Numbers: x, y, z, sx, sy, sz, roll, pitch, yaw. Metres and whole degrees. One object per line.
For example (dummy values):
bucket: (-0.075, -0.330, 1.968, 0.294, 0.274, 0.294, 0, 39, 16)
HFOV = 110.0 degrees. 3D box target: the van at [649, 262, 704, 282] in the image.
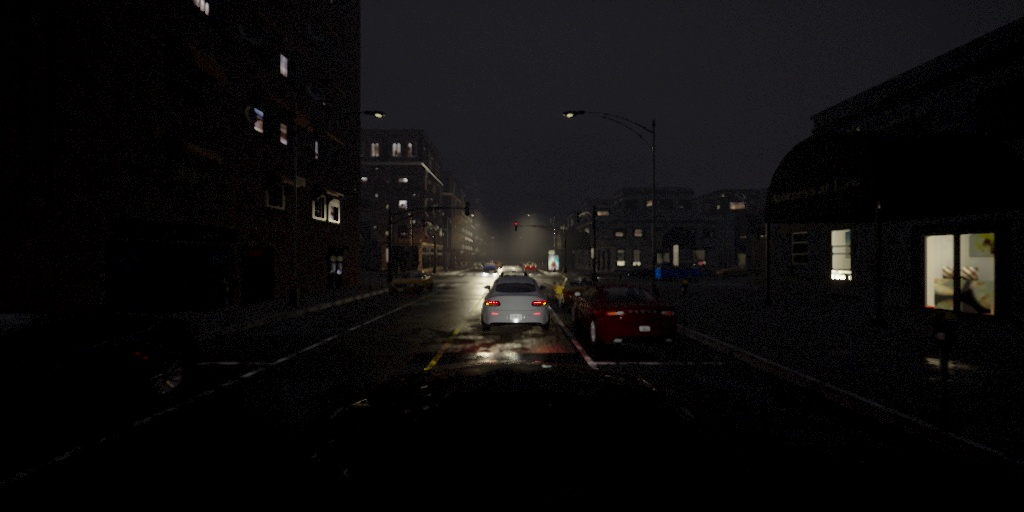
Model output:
van: (14.662, 1.383, 31.638, 3.998, 1.789, 1.690, 0, 0, 0)

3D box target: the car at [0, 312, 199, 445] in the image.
car: (-5.691, 1.331, 3.788, 1.948, 1.339, 4.313, 0, 0, 0)

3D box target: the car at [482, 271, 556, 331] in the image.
car: (0.102, 1.344, 11.100, 1.812, 1.442, 4.674, 0, 0, 0)

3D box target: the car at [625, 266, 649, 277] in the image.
car: (14.360, 1.645, 37.427, 4.718, 1.301, 1.895, 0, 0, 0)

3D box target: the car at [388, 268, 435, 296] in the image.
car: (-5.687, 1.418, 20.707, 1.751, 1.417, 4.829, 0, 0, 0)

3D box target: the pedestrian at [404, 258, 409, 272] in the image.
pedestrian: (-12.622, 1.132, 42.768, 0.375, 1.860, 0.375, 0, 0, 0)

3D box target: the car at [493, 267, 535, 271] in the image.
car: (0.114, 1.492, 20.612, 1.895, 1.301, 4.718, 0, 0, 1)

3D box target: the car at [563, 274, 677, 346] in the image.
car: (2.692, 1.352, 9.478, 1.888, 1.381, 4.507, 0, 0, 0)

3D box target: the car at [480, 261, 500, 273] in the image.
car: (-3.082, 1.738, 51.606, 1.895, 1.301, 4.718, 0, 0, 0)

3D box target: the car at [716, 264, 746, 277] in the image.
car: (25.493, 1.602, 40.096, 4.829, 1.417, 1.751, 0, 0, 0)

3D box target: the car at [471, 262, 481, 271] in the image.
car: (-5.678, 1.751, 59.027, 2.007, 1.370, 4.403, 0, 0, 0)

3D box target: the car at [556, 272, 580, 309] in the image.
car: (2.693, 1.375, 15.345, 1.751, 1.417, 4.829, 0, 0, 0)

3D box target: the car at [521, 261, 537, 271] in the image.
car: (2.702, 1.592, 53.341, 1.967, 1.591, 4.097, 0, 0, 0)
